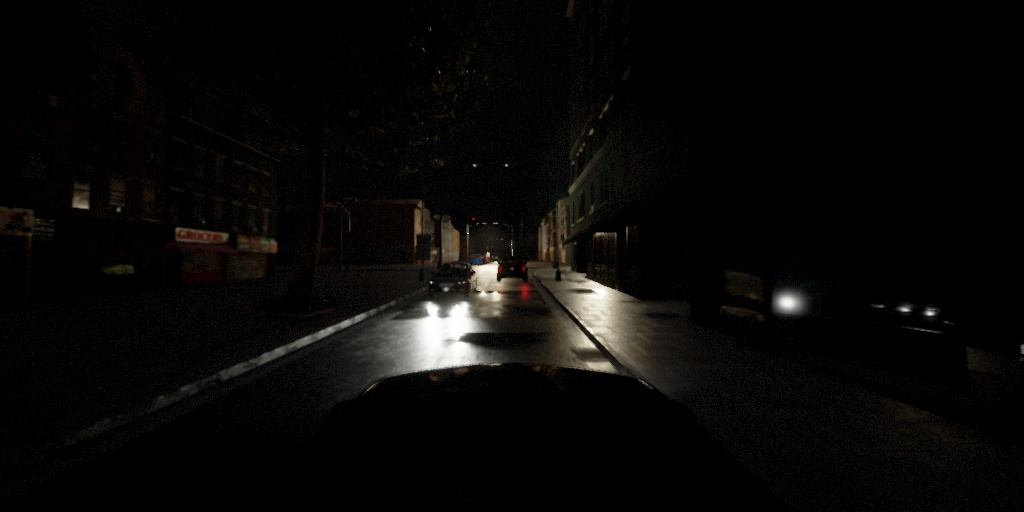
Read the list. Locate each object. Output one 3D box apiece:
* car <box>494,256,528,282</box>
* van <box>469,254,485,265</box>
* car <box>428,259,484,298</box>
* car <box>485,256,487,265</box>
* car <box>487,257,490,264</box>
[{"bbox_3d":[0.022,0.812,25.677,2.097,1.767,4.553,0,1,0],"label":"car"},{"bbox_3d":[-5.475,0.616,53.510,1.690,1.789,3.998,0,0,0],"label":"van"},{"bbox_3d":[-2.776,1.113,17.587,2.128,1.511,4.902,0,1,0],"label":"car"},{"bbox_3d":[-5.487,0.832,56.831,2.007,1.370,4.403,0,0,0],"label":"car"},{"bbox_3d":[-5.505,0.605,61.816,2.192,1.841,5.009,0,0,0],"label":"car"}]
